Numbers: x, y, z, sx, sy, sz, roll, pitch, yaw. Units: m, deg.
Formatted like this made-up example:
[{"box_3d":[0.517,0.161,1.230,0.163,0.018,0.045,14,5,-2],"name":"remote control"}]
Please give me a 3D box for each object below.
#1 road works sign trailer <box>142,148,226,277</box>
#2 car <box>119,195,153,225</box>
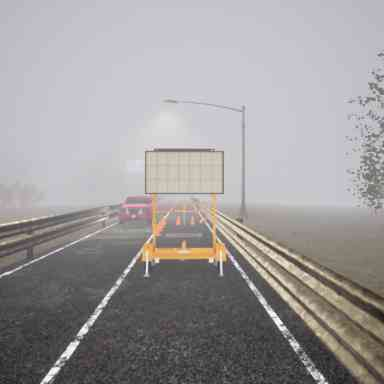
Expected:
[{"box_3d":[-0.236,0.468,10.284,2.380,3.560,2.880,0,0,-1],"name":"road works sign trailer"},{"box_3d":[-3.843,1.231,24.305,2.150,2.045,5.566,0,0,-1],"name":"car"}]
